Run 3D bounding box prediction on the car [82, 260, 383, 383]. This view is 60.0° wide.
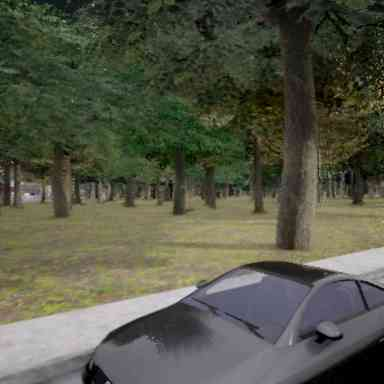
[{"bbox_3d":[0.977,1.558,3.748,4.181,1.385,1.994,0,0,-36],"label":"car"}]
